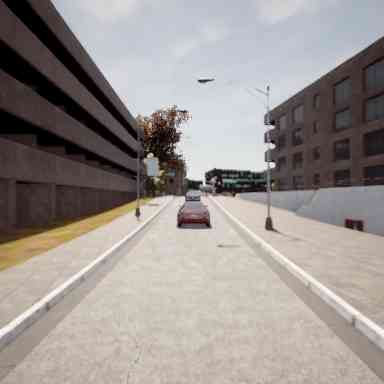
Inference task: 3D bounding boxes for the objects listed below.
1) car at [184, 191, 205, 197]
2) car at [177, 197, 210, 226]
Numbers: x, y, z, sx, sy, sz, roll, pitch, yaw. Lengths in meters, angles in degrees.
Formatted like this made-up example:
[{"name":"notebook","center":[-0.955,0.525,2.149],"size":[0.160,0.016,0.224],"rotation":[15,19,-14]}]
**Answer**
[{"name":"car","center":[0.096,0.587,38.818],"size":[2.033,1.411,5.357],"rotation":[0,2,0]},{"name":"car","center":[0.098,1.276,20.968],"size":[1.994,1.385,4.181],"rotation":[0,2,0]}]
